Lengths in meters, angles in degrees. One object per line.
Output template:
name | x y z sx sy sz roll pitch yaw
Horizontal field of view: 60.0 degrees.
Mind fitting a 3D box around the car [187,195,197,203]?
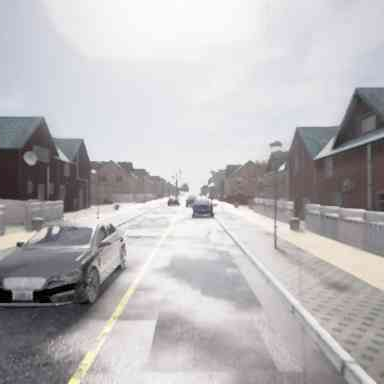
car | -0.008 1.339 65.627 1.882 1.535 5.008 0 0 0

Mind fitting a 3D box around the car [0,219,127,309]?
car | -2.852 1.463 8.049 2.128 1.511 4.902 0 0 0

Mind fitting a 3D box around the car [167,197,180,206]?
car | -2.821 1.470 51.221 1.895 1.301 4.718 0 0 0

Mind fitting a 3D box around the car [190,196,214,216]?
car | 0.958 1.387 30.879 1.882 1.535 5.008 0 0 0

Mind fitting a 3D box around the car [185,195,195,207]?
car | -0.004 1.378 49.661 1.837 1.490 4.892 0 0 0
